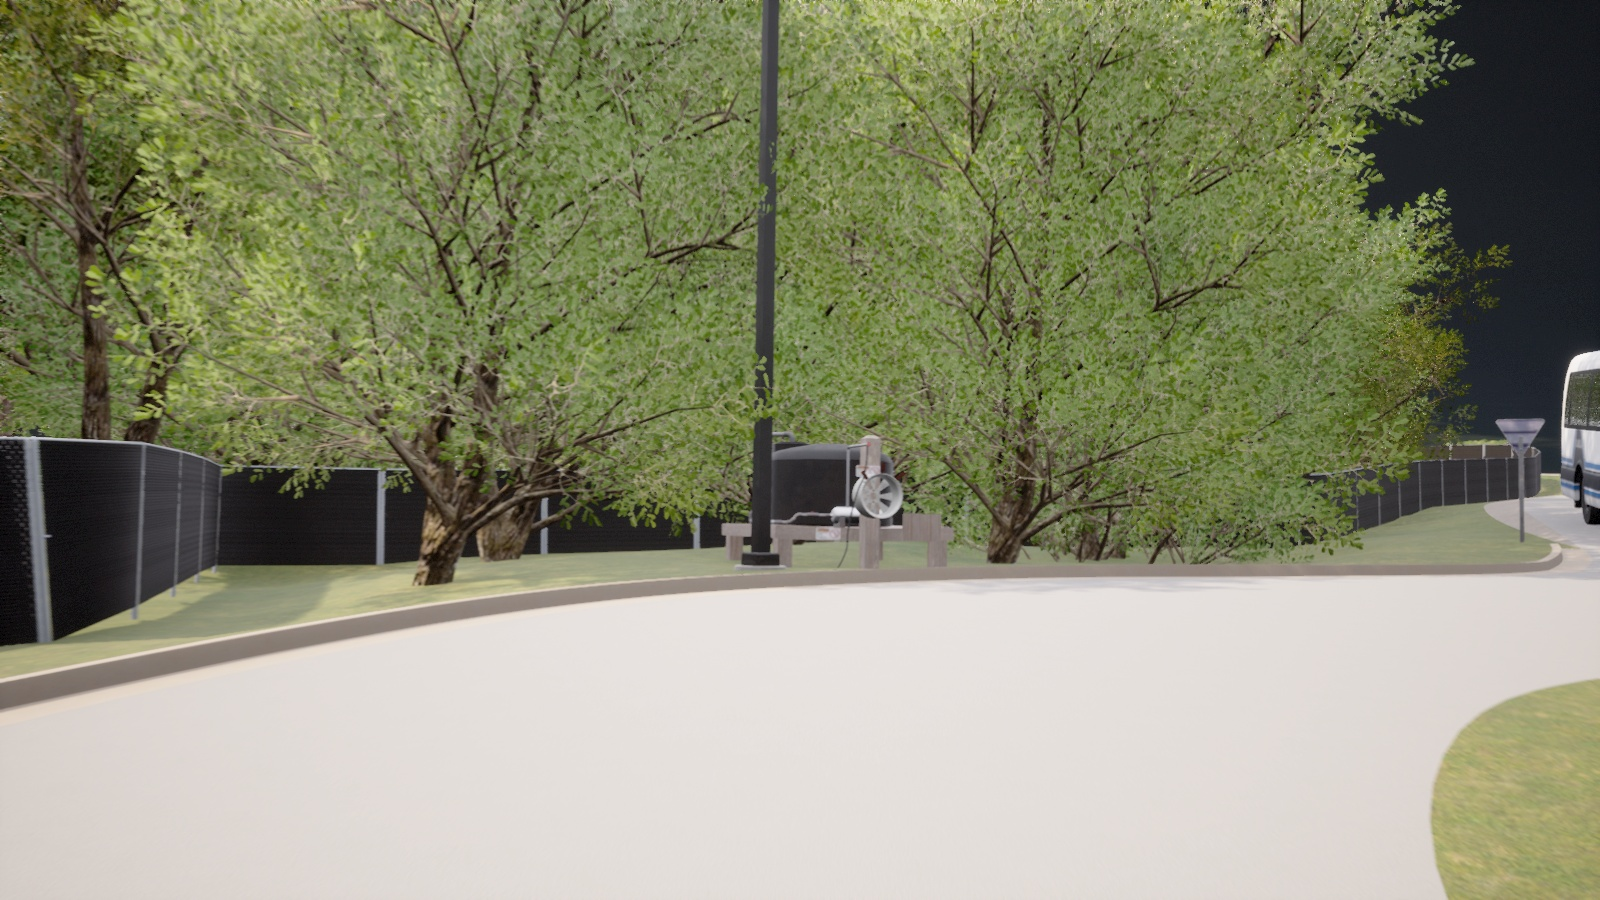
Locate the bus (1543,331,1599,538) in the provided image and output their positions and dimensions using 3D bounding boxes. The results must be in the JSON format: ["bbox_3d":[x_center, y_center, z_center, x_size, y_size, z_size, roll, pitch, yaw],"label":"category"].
[{"bbox_3d":[19.180,-0.418,27.215,3.944,4.253,10.273,-1,2,23],"label":"bus"}]
